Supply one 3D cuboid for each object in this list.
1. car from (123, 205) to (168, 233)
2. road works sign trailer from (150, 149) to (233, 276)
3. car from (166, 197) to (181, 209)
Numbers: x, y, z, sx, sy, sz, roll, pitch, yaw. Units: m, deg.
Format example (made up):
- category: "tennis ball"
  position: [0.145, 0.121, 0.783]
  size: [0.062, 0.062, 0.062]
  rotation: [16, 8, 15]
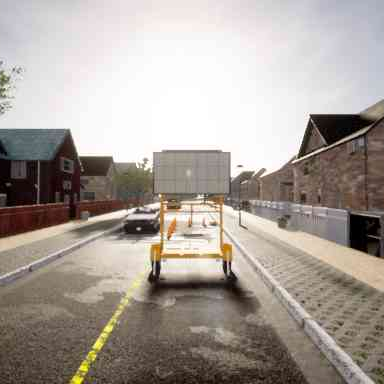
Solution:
- category: "car"
  position: [-2.858, 1.602, 20.494]
  size: [2.033, 1.411, 5.357]
  rotation: [0, 0, 0]
- category: "road works sign trailer"
  position: [-0.008, 0.483, 10.393]
  size: [2.380, 3.560, 2.880]
  rotation: [0, 0, 1]
- category: "car"
  position: [-2.772, 1.597, 50.031]
  size: [2.097, 1.767, 4.553]
  rotation: [0, 0, 0]
